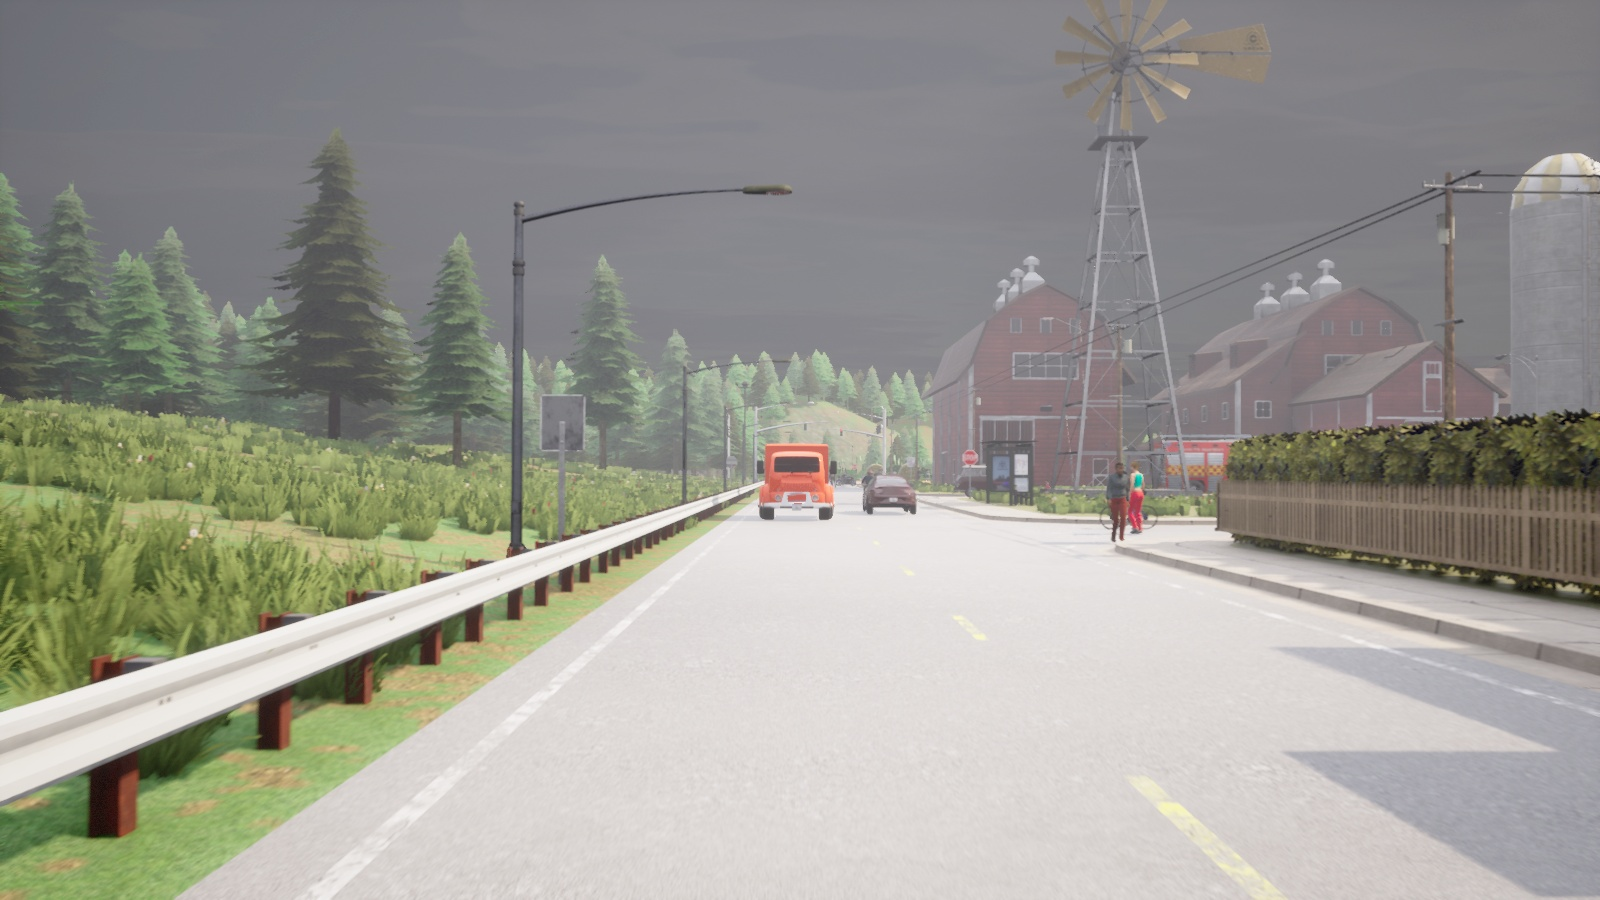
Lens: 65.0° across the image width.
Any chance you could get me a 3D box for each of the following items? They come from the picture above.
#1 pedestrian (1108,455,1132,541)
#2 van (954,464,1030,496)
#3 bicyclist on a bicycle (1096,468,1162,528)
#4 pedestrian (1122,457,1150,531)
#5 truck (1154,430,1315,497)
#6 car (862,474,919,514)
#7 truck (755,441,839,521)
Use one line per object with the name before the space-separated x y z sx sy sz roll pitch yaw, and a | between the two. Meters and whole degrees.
pedestrian | 6.970 1.039 27.342 0.353 1.847 0.614 0 -1 1
van | 11.841 1.844 77.666 4.442 1.987 1.775 0 -1 1
bicyclist on a bicycle | 9.082 1.323 34.696 1.656 1.620 0.582 0 -1 -4
pedestrian | 8.427 1.104 31.533 0.345 1.836 0.594 0 -1 -28
truck | 25.629 0.815 74.362 8.468 3.827 2.891 0 -1 -1
car | 3.384 1.642 47.821 1.812 1.442 4.674 0 -1 0
truck | -0.105 1.053 41.668 2.627 2.467 5.204 0 -2 0
